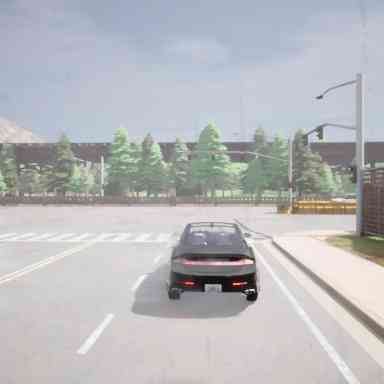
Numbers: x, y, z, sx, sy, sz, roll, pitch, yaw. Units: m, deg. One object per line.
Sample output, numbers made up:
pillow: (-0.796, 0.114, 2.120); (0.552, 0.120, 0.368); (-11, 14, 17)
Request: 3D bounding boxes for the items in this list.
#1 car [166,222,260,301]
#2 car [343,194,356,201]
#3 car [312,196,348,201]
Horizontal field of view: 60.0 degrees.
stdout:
car: (0.503, 1.492, 8.331); (2.128, 1.511, 4.902); (0, 0, 3)
car: (19.800, 1.222, 41.304); (5.566, 2.045, 2.150); (0, 0, 2)
car: (14.520, 1.491, 37.917); (4.902, 1.511, 2.128); (0, 0, 1)
